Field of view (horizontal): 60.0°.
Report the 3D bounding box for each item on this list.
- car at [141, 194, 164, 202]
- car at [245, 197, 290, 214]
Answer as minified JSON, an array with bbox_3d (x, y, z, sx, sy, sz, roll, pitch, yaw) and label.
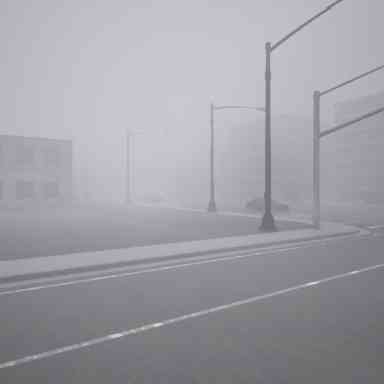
[{"bbox_3d":[-6.529,1.011,54.754,1.895,1.301,4.718,0,1,-34],"label":"car"},{"bbox_3d":[7.658,1.313,34.038,1.882,1.535,5.008,0,1,-35],"label":"car"}]
